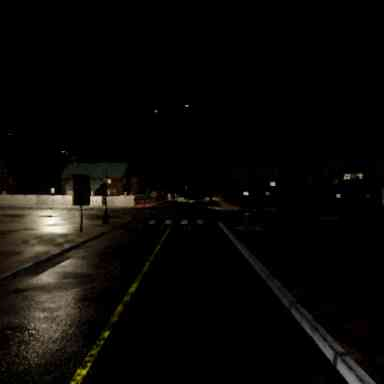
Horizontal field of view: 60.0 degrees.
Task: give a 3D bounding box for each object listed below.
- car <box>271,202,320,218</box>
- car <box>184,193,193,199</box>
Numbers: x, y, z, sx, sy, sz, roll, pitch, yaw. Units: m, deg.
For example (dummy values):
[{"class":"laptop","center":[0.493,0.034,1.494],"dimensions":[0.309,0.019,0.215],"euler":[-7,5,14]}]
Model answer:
[{"class":"car","center":[9.265,1.630,29.774],"dimensions":[4.181,1.385,1.994],"euler":[1,0,8]},{"class":"car","center":[-0.917,1.015,89.230],"dimensions":[2.097,1.767,4.553],"euler":[0,0,2]}]
